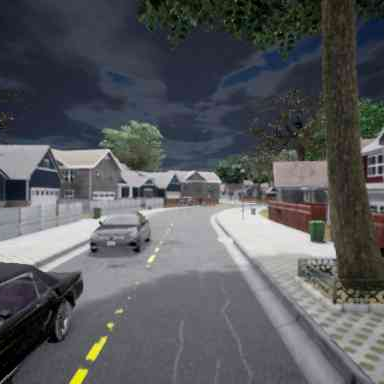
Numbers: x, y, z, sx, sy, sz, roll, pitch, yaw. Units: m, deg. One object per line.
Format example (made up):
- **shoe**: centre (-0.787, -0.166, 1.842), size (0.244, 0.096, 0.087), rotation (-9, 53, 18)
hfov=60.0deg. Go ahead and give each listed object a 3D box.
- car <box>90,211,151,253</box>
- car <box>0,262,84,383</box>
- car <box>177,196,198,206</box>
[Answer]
- **car**: centre (-2.823, 1.547, 13.996), size (1.812, 1.442, 4.674), rotation (0, 0, 0)
- **car**: centre (-2.848, 1.607, 3.705), size (1.895, 1.301, 4.718), rotation (0, 0, 0)
- **car**: centre (-0.486, 1.258, 41.964), size (1.837, 1.490, 4.892), rotation (0, -1, 14)
